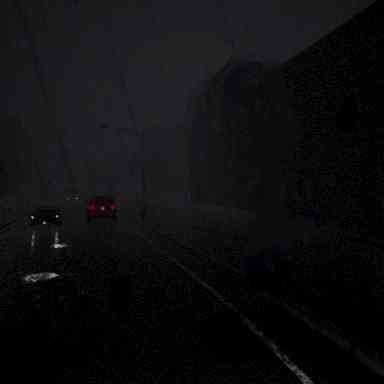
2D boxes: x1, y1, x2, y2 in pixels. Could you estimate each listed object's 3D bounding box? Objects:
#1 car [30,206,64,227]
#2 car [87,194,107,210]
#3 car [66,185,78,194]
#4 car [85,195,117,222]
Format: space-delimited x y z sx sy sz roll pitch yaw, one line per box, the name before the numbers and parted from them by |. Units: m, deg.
car | -10.192 1.666 23.613 1.895 1.301 4.718 0 1 -18
car | -11.505 1.131 39.898 2.128 1.511 4.902 0 2 -18
car | -22.714 -0.439 63.149 1.882 1.535 5.008 0 5 -18
car | -7.340 1.240 26.848 2.150 2.045 5.566 0 1 -17
